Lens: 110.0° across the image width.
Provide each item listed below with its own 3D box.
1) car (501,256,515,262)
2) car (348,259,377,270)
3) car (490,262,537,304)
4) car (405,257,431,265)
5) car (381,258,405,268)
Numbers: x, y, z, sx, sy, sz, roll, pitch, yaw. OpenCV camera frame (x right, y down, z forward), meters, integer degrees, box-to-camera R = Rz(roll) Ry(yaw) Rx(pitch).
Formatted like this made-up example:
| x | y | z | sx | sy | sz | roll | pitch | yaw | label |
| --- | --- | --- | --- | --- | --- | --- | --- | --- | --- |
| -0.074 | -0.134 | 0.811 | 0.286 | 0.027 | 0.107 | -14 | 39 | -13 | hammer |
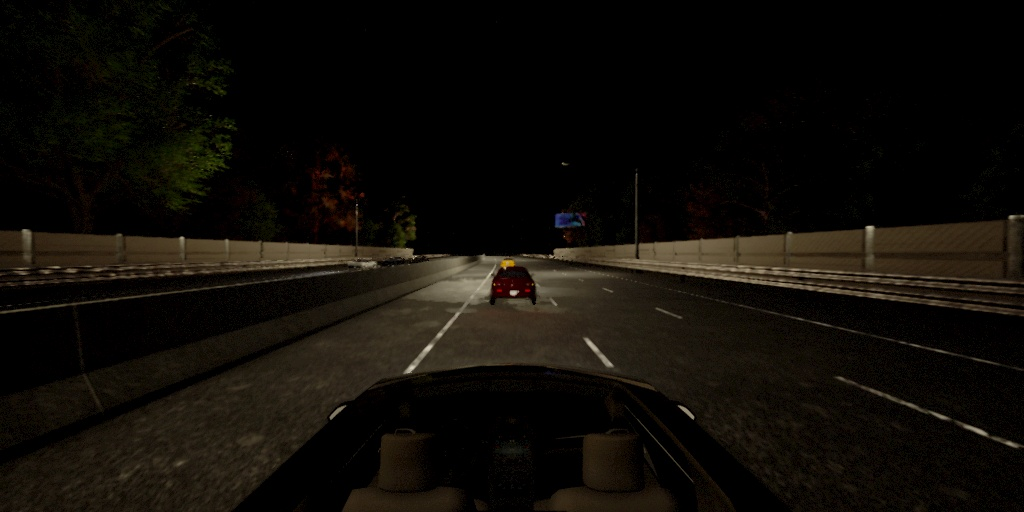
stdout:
| x | y | z | sx | sy | sz | roll | pitch | yaw | label |
| --- | --- | --- | --- | --- | --- | --- | --- | --- | --- |
| -0.512 | 0.801 | 46.762 | 1.801 | 1.575 | 5.366 | 0 | 1 | -1 | car |
| -18.089 | 0.987 | 43.432 | 1.895 | 1.301 | 4.718 | 0 | 1 | -1 | car |
| 0.045 | 1.153 | 15.409 | 1.812 | 1.442 | 4.674 | 0 | 1 | 0 | car |
| -11.095 | 0.884 | 43.558 | 1.837 | 1.490 | 4.892 | 0 | 1 | -1 | car |
| -14.609 | 0.939 | 44.382 | 1.994 | 1.385 | 4.181 | 0 | 1 | -1 | car |
